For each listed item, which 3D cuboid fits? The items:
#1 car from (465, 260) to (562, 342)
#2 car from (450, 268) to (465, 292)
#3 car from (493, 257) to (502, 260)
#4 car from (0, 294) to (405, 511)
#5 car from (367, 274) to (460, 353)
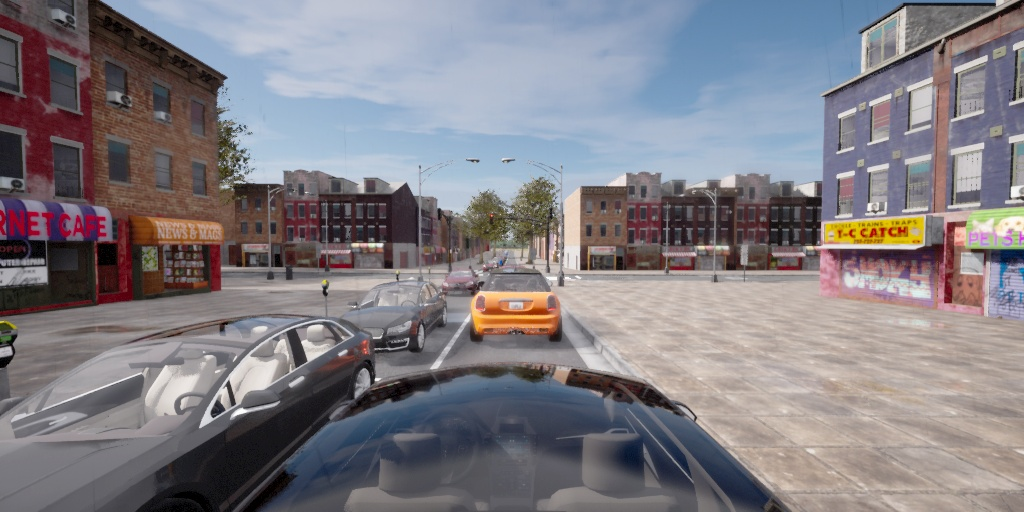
[{"bbox_3d":[0.085,1.101,9.941,2.097,1.767,4.553,0,0,0],"label":"car"},{"bbox_3d":[-2.671,1.337,19.526,1.802,1.307,4.207,0,0,0],"label":"car"},{"bbox_3d":[-2.719,1.246,46.301,1.967,1.591,4.097,0,0,0],"label":"car"},{"bbox_3d":[-2.643,1.300,3.183,2.007,1.370,4.403,0,0,0],"label":"car"},{"bbox_3d":[-2.652,1.299,8.632,2.007,1.370,4.403,0,0,0],"label":"car"}]
